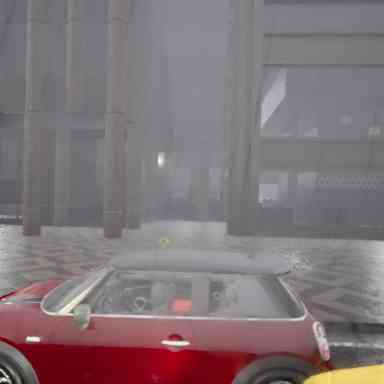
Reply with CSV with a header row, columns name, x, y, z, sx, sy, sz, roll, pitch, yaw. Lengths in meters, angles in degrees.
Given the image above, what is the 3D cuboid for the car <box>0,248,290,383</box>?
name,x,y,z,sx,sy,sz,roll,pitch,yaw
car,-0.611,1.420,3.948,4.097,1.590,1.967,1,0,4

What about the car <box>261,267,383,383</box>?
name,x,y,z,sx,sy,sz,roll,pitch,yaw
car,3.255,1.536,1.842,5.366,1.575,1.801,1,0,4
